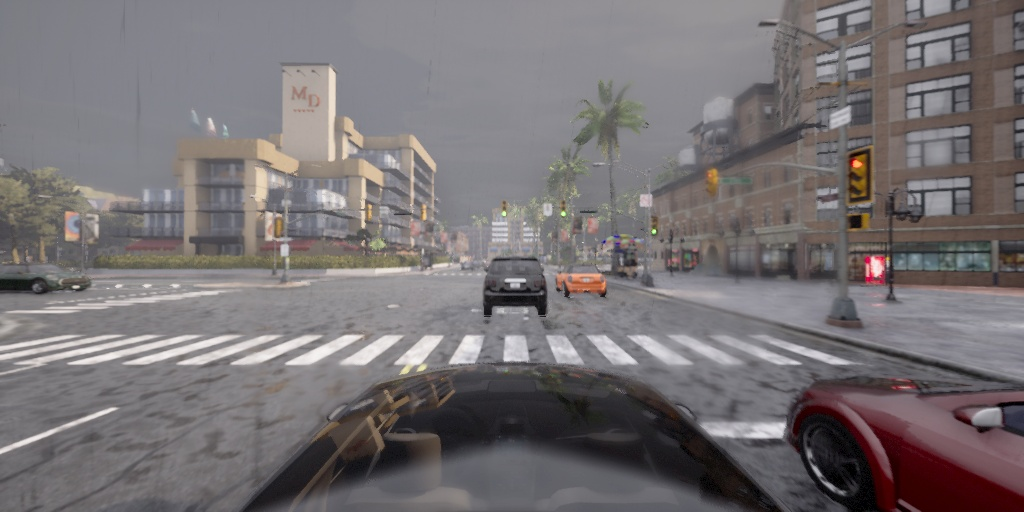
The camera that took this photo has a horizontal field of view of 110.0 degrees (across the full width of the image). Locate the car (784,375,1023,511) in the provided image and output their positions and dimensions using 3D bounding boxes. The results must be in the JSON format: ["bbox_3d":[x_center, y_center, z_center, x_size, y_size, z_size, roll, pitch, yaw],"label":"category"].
[{"bbox_3d":[3.589,1.314,1.694,1.994,1.385,4.181,0,0,0],"label":"car"}]

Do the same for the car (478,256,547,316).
[{"bbox_3d":[0.101,1.028,13.811,2.150,2.045,5.566,0,0,0],"label":"car"}]

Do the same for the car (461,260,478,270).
[{"bbox_3d":[-6.990,1.508,57.426,2.128,1.511,4.902,0,0,0],"label":"car"}]

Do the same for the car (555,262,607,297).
[{"bbox_3d":[3.604,1.187,19.480,2.097,1.767,4.553,0,0,0],"label":"car"}]

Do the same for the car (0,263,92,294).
[{"bbox_3d":[-27.210,1.195,20.541,4.553,1.767,2.097,0,0,0],"label":"car"}]

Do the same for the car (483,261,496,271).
[{"bbox_3d":[-3.490,1.542,57.380,1.812,1.442,4.674,0,0,0],"label":"car"}]
